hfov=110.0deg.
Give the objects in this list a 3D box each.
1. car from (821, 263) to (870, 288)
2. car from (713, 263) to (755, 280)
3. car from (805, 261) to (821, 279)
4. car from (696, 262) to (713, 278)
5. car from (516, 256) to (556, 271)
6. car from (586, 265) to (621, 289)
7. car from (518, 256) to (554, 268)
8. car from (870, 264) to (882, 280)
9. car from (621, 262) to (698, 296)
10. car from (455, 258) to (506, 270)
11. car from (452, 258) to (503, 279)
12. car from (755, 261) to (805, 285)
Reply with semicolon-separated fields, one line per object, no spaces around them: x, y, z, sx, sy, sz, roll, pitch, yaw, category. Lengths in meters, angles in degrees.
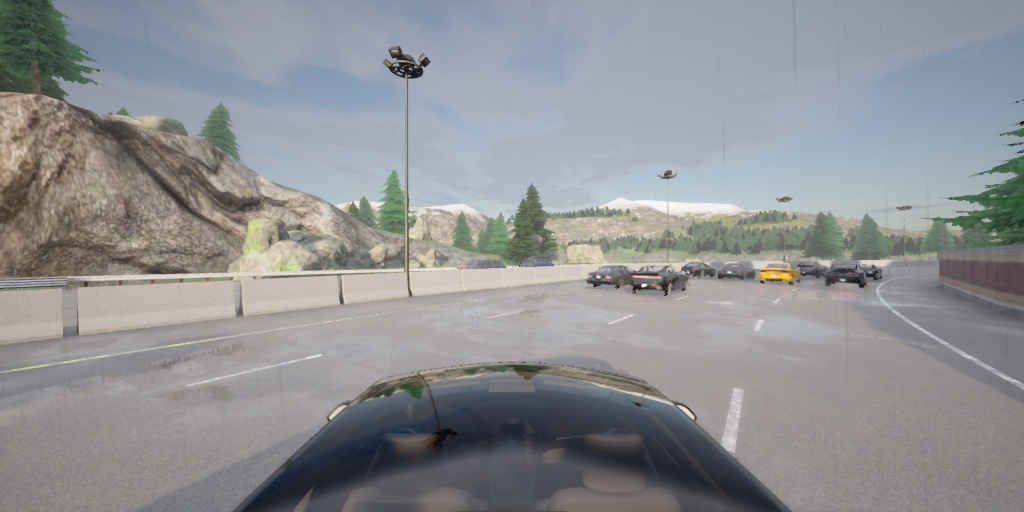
22.479;1.255;24.109;4.892;1.490;1.837;0;0;-43;car
19.319;1.314;30.723;4.181;1.385;1.994;0;0;-42;car
27.685;1.242;33.218;4.902;1.511;2.128;0;0;-39;car
17.465;1.276;33.743;4.674;1.442;1.812;0;0;-42;car
3.353;0.974;49.562;5.566;2.045;2.150;0;0;-42;car
6.862;1.297;23.321;2.033;1.411;5.357;0;0;42;car
3.100;1.101;44.574;4.553;1.767;2.097;0;0;-43;car
30.418;1.351;30.945;4.718;1.301;1.895;0;0;-39;car
8.054;1.240;19.331;2.128;1.511;4.902;0;0;41;car
-2.481;1.102;28.823;2.097;1.767;4.553;0;0;42;car
-3.128;1.102;33.322;2.097;1.767;4.553;0;0;43;car
19.747;1.228;26.340;5.008;1.535;1.882;0;0;-44;car
